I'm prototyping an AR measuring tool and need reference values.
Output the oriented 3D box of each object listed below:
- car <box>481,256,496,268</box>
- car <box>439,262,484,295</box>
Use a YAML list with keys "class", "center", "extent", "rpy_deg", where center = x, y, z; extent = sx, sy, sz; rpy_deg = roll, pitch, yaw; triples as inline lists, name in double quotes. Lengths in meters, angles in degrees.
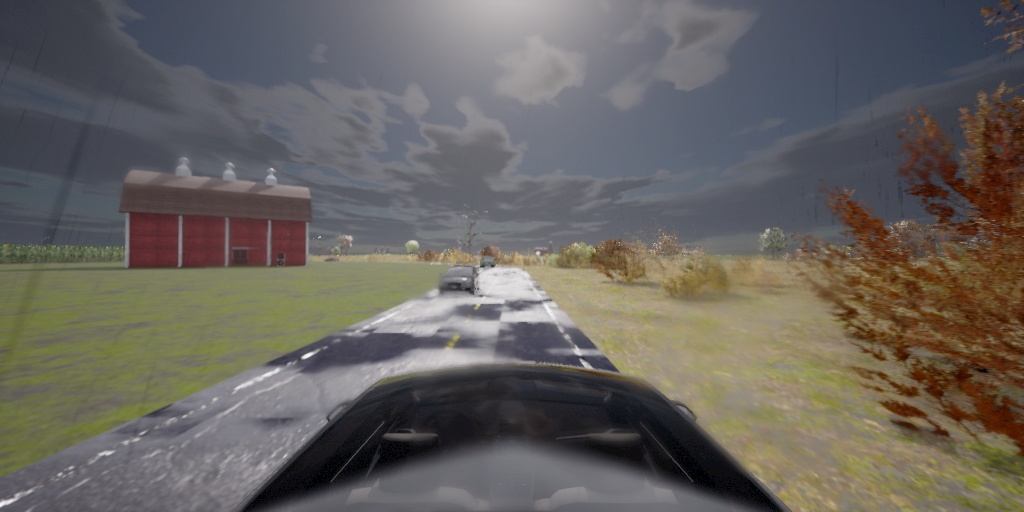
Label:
- class: "car"
  center: [-4.196, 1.062, 62.218]
  extent: [2.150, 2.045, 5.566]
  rpy_deg: [0, 0, -10]
- class: "car"
  center: [-2.846, 1.299, 20.194]
  extent: [1.837, 1.490, 4.892]
  rpy_deg: [0, 0, 0]
